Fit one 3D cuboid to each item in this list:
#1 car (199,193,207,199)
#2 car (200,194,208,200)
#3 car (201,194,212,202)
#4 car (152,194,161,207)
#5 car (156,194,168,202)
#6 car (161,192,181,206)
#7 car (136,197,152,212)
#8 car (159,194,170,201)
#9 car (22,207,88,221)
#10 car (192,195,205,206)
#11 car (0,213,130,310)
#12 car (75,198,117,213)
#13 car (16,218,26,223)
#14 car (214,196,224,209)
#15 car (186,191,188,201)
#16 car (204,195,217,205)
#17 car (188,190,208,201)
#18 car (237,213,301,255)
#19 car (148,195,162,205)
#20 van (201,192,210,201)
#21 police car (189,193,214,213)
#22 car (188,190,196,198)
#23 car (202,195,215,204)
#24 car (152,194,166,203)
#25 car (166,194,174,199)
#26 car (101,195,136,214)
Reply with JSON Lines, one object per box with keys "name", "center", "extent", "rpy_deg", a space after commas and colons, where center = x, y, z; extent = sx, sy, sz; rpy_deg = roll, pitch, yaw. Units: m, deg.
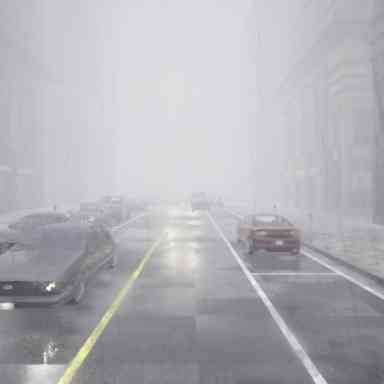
{"name": "car", "center": [2.824, 0.945, 85.613], "extent": [1.967, 1.590, 4.097], "rpy_deg": [0, 0, 0]}
{"name": "car", "center": [2.820, 1.081, 80.013], "extent": [1.887, 1.381, 4.507], "rpy_deg": [0, 0, 0]}
{"name": "car", "center": [2.808, 1.177, 63.206], "extent": [1.887, 1.381, 4.507], "rpy_deg": [0, 0, 0]}
{"name": "car", "center": [-5.729, 1.310, 46.398], "extent": [1.802, 1.307, 4.206], "rpy_deg": [0, 0, 0]}
{"name": "car", "center": [-5.717, 1.177, 63.202], "extent": [1.887, 1.381, 4.507], "rpy_deg": [0, 0, 0]}
{"name": "car", "center": [-3.051, 1.194, 48.442], "extent": [1.882, 1.535, 5.008], "rpy_deg": [0, 0, 0]}
{"name": "car", "center": [-5.736, 1.338, 35.194], "extent": [1.887, 1.381, 4.507], "rpy_deg": [0, 0, 0]}
{"name": "car", "center": [-5.713, 1.145, 68.805], "extent": [1.887, 1.381, 4.507], "rpy_deg": [0, 0, 0]}
{"name": "car", "center": [-5.751, 1.490, 12.788], "extent": [1.947, 1.339, 4.313], "rpy_deg": [0, 0, 0]}
{"name": "car", "center": [0.934, 1.231, 50.479], "extent": [1.812, 1.442, 4.674], "rpy_deg": [0, 0, 0]}
{"name": "car", "center": [-3.096, 1.498, 8.186], "extent": [2.033, 1.411, 5.357], "rpy_deg": [0, 0, 0]}
{"name": "car", "center": [-5.747, 1.331, 18.389], "extent": [1.967, 1.590, 4.097], "rpy_deg": [0, 0, 0]}
{"name": "car", "center": [-5.755, 1.508, 7.186], "extent": [2.008, 1.369, 4.403], "rpy_deg": [0, 0, 0]}
{"name": "car", "center": [2.794, 1.201, 40.796], "extent": [1.967, 1.590, 4.097], "rpy_deg": [0, 0, 0]}
{"name": "car", "center": [0.047, 1.052, 68.872], "extent": [1.812, 1.442, 4.674], "rpy_deg": [0, 0, 0]}
{"name": "car", "center": [2.801, 1.221, 52.171], "extent": [1.752, 1.417, 4.829], "rpy_deg": [0, 0, 0]}
{"name": "car", "center": [0.851, 0.963, 44.499], "extent": [2.150, 2.045, 5.566], "rpy_deg": [0, 0, -1]}
{"name": "car", "center": [2.774, 1.469, 12.787], "extent": [1.887, 1.381, 4.507], "rpy_deg": [0, 0, 0]}
{"name": "car", "center": [-5.725, 1.223, 51.829], "extent": [1.752, 1.417, 4.829], "rpy_deg": [0, 0, 0]}
{"name": "van", "center": [2.813, 0.941, 68.806], "extent": [1.690, 1.788, 3.998], "rpy_deg": [0, 0, 0]}
{"name": "police car", "center": [0.923, 1.222, 34.588], "extent": [1.930, 1.638, 5.238], "rpy_deg": [0, 0, 0]}
{"name": "car", "center": [0.060, 0.599, 89.175], "extent": [2.150, 2.045, 5.566], "rpy_deg": [0, 0, 0]}
{"name": "car", "center": [2.804, 1.209, 57.604], "extent": [1.887, 1.381, 4.507], "rpy_deg": [0, 0, 0]}
{"name": "car", "center": [-5.720, 1.104, 57.600], "extent": [1.967, 1.590, 4.097], "rpy_deg": [0, 0, 0]}
{"name": "car", "center": [-5.702, 1.086, 85.610], "extent": [1.802, 1.307, 4.206], "rpy_deg": [0, 0, 0]}
{"name": "car", "center": [-5.742, 1.173, 23.989], "extent": [2.192, 1.841, 5.009], "rpy_deg": [0, 0, 0]}
